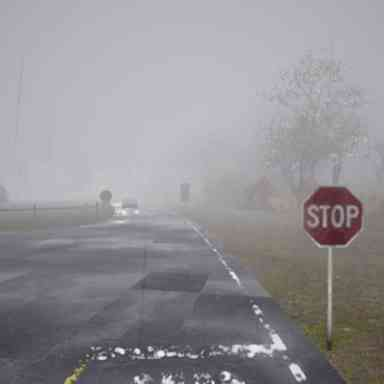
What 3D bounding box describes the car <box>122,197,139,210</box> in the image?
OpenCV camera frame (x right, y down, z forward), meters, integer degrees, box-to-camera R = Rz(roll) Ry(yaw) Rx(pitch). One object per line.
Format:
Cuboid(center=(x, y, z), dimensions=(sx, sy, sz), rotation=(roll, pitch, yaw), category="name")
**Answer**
Cuboid(center=(-7.924, 1.435, 42.554), dimensions=(1.882, 1.535, 5.008), rotation=(0, 0, -13), category="car")
